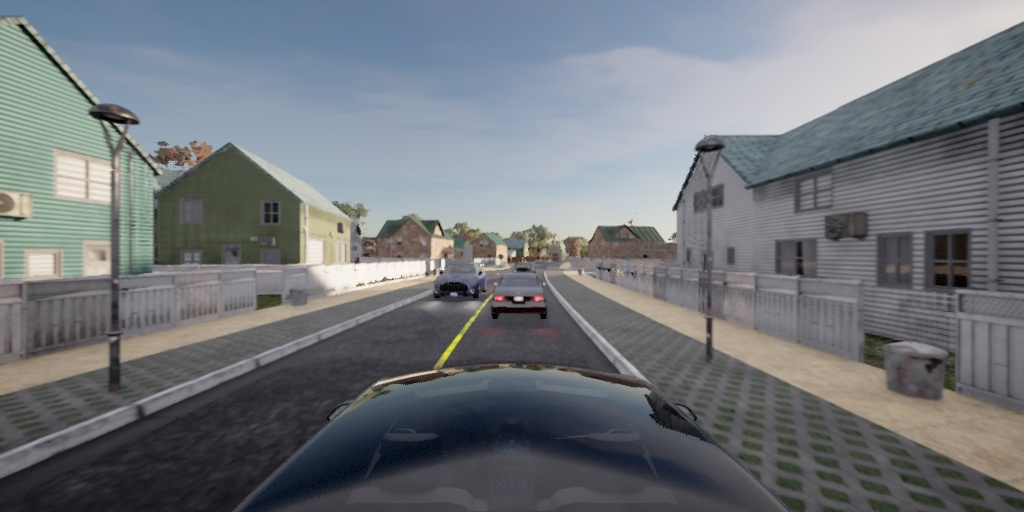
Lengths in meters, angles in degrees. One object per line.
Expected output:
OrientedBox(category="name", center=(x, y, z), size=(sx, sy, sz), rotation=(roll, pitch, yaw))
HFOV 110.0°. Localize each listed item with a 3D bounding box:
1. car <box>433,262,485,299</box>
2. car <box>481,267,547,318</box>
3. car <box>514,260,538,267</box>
OrientedBox(category="car", center=(-2.479, 1.106, 18.009), size=(2.097, 1.767, 4.553), rotation=(0, 0, 2))
OrientedBox(category="car", center=(0.273, 1.302, 13.011), size=(2.033, 1.411, 5.357), rotation=(0, 0, 2))
OrientedBox(category="car", center=(0.943, 1.266, 28.105), size=(1.837, 1.490, 4.892), rotation=(0, 0, 4))
